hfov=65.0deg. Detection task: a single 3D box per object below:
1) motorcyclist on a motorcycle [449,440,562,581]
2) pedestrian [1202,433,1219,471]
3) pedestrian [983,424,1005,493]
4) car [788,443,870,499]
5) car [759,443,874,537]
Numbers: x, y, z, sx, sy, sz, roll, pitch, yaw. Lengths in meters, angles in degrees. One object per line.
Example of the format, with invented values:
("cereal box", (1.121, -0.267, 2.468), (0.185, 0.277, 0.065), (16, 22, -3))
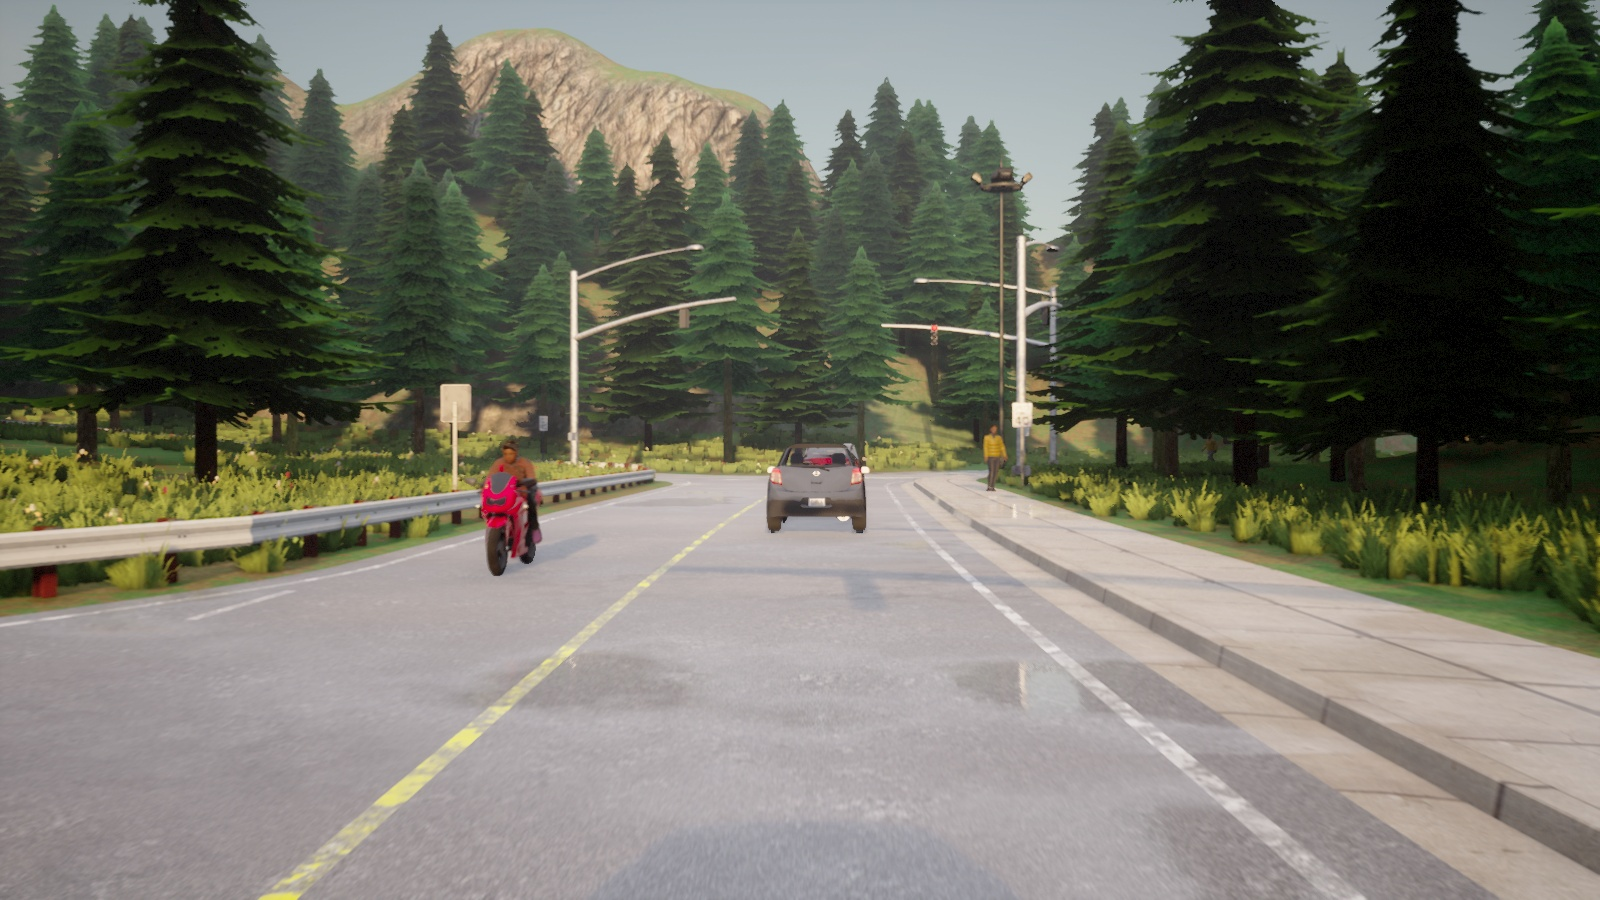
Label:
("motorcyclist on a motorcycle", (-3.366, 0.644, 14.540), (0.797, 1.523, 2.044), (0, 0, 1))
("pedestrian", (20.055, 0.079, 61.357), (0.709, 1.840, 0.431), (0, 0, -21))
("pedestrian", (5.263, 0.221, 34.085), (0.431, 1.840, 0.709), (0, 0, -5))
("car", (0.875, 0.546, 35.651), (2.163, 1.488, 4.792), (0, 0, 3))
("car", (0.321, 0.636, 22.143), (1.845, 1.501, 3.633), (0, 0, 2))
